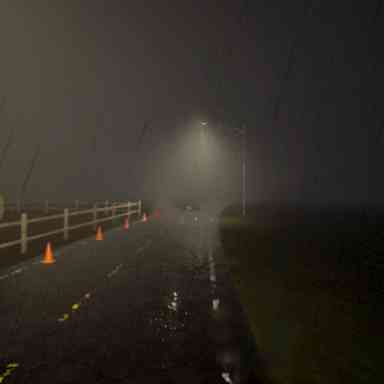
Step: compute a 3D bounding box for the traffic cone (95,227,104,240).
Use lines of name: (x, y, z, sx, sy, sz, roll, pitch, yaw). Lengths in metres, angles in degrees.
traffic cone: (-4.386, 1.946, 15.742, 0.340, 0.580, 0.340, 0, 0, 3)

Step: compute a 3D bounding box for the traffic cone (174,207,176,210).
traffic cone: (-2.075, 1.944, 40.826, 0.340, 0.580, 0.340, 0, 0, 7)

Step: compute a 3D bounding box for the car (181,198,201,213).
car: (-0.091, 1.498, 37.440, 1.837, 1.490, 4.892, 0, 0, 7)

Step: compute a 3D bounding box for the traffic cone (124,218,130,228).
traffic cone: (-4.080, 1.945, 20.773, 0.340, 0.580, 0.340, 0, 0, 4)

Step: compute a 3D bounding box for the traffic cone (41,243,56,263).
traffic cone: (-4.613, 1.947, 10.709, 0.340, 0.580, 0.340, 0, 0, 2)

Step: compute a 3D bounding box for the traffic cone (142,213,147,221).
traffic cone: (-3.697, 1.944, 25.797, 0.340, 0.580, 0.340, 0, 0, 5)
